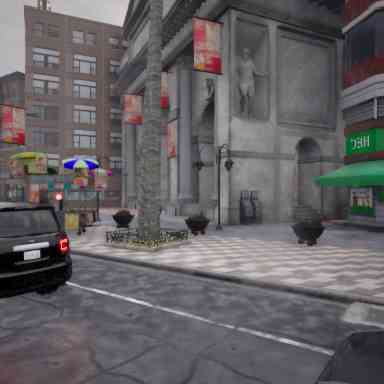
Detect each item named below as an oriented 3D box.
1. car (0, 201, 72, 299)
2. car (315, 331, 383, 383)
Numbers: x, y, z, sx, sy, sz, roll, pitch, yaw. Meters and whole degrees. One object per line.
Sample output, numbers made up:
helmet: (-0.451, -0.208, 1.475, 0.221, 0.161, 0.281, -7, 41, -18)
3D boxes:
car: (-5.042, 1.221, 7.538, 5.566, 2.045, 2.150, 0, 0, 36)
car: (3.337, 1.547, 1.503, 5.357, 1.411, 2.033, 0, 0, 37)
